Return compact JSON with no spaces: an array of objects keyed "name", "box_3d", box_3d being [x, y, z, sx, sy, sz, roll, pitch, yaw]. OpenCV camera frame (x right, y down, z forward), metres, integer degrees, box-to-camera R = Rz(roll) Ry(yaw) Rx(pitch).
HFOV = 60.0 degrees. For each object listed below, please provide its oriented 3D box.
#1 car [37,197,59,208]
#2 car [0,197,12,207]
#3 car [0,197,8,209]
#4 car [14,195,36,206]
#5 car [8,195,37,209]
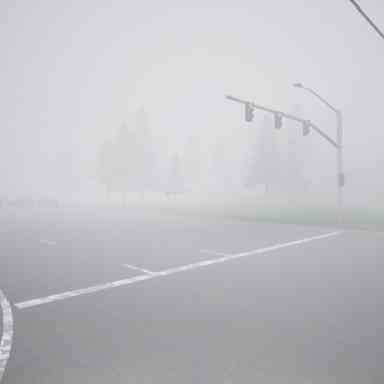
[{"name":"car","box_3d":[-20.958,1.491,48.117,2.128,1.511,4.902,0,0,-43]},{"name":"car","box_3d":[-30.552,1.505,53.185,1.837,1.490,4.892,0,0,-43]},{"name":"car","box_3d":[-26.104,1.478,43.371,1.882,1.535,5.008,0,0,-43]},{"name":"car","box_3d":[-27.986,1.352,55.565,2.097,1.767,4.553,0,0,-43]},{"name":"car","box_3d":[-23.560,1.478,45.775,1.882,1.535,5.008,0,0,-43]}]
